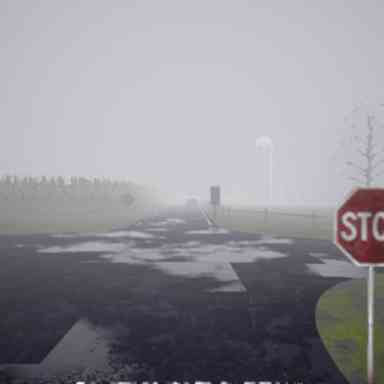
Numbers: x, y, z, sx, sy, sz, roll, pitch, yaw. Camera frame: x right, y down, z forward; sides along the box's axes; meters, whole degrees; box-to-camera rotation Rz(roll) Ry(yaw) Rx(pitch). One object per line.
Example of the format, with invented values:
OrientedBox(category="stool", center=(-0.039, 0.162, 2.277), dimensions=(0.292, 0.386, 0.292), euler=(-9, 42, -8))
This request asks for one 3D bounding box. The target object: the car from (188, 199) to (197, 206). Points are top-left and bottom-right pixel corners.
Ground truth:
OrientedBox(category="car", center=(0.056, 2.191, 70.385), dimensions=(1.895, 1.301, 4.718), euler=(0, -1, 0))

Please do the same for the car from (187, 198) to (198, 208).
OrientedBox(category="car", center=(0.105, 1.918, 60.335), dimensions=(2.097, 1.767, 4.553), euler=(0, -1, 1))
